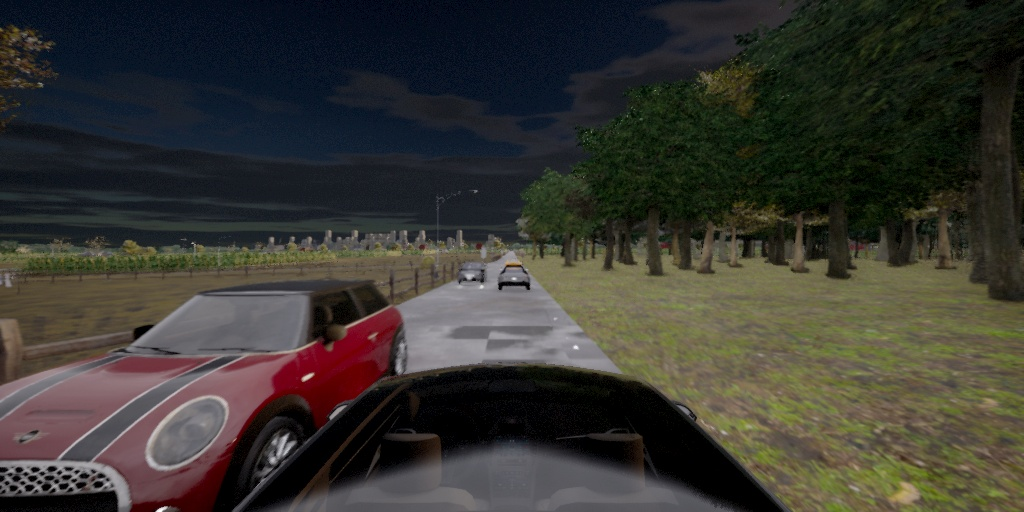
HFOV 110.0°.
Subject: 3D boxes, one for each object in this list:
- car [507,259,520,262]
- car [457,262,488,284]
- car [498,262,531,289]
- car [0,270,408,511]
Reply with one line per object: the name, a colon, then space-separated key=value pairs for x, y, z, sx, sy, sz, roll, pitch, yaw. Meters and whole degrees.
car: x=0.156 y=1.114 z=40.820 sx=1.882 sy=1.535 sz=5.008 roll=0 pitch=0 yaw=0
car: x=-2.811 y=1.198 z=26.204 sx=2.128 sy=1.511 sz=4.902 roll=0 pitch=0 yaw=0
car: x=0.129 y=1.282 z=22.721 sx=1.994 sy=1.385 sz=4.181 roll=0 pitch=0 yaw=0
car: x=-2.814 y=1.102 z=4.147 sx=2.097 sy=1.767 sz=4.553 roll=0 pitch=0 yaw=0
